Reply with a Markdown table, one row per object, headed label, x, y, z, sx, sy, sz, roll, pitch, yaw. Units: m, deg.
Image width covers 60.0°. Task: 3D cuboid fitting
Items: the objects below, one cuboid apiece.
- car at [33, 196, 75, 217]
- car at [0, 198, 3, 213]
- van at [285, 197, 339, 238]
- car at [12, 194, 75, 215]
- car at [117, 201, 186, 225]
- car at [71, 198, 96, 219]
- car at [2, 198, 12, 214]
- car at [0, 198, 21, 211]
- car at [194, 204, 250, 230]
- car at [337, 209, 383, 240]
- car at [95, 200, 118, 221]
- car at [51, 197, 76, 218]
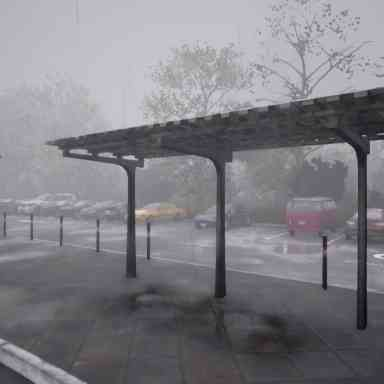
| label | x | y | z | sx | sy | sz | roll | pitch | yaw |
| --- | --- | --- | --- | --- | --- | --- | --- | --- | --- |
| car | -11.531 | 1.450 | 30.832 | 2.097 | 1.535 | 5.008 | 0 | 0 | 35 |
| car | -18.334 | 1.433 | 35.636 | 2.097 | 1.535 | 5.008 | 0 | 0 | 35 |
| van | 6.655 | 1.264 | 18.091 | 1.878 | 1.987 | 4.442 | 0 | 0 | 35 |
| car | -13.815 | 1.194 | 32.408 | 2.435 | 2.045 | 5.566 | 0 | 0 | 35 |
| car | -2.580 | 1.467 | 24.261 | 1.946 | 1.575 | 5.366 | 0 | 0 | 35 |
| car | -6.999 | 1.461 | 27.625 | 2.231 | 1.521 | 4.892 | 0 | 0 | 35 |
| car | -16.067 | 1.442 | 34.030 | 2.231 | 1.521 | 4.892 | 0 | 0 | 35 |
| car | -22.876 | 1.443 | 38.823 | 2.163 | 1.488 | 4.792 | 0 | 0 | 35 |
| car | 2.041 | 1.510 | 21.180 | 2.163 | 1.488 | 4.792 | 0 | 0 | 35 |
| car | 8.850 | 1.536 | 16.390 | 2.002 | 1.452 | 4.674 | 0 | 0 | 35 |
| car | -4.721 | 1.495 | 26.040 | 2.163 | 1.488 | 4.792 | 0 | 0 | 35 |
| car | -9.265 | 1.455 | 29.228 | 2.097 | 1.535 | 5.008 | 0 | 0 | 35 |
